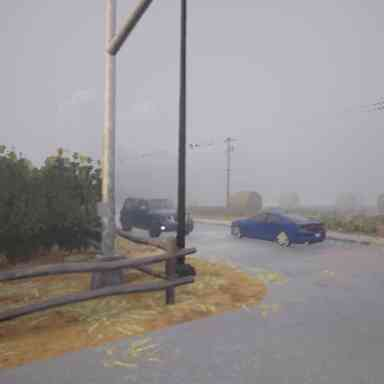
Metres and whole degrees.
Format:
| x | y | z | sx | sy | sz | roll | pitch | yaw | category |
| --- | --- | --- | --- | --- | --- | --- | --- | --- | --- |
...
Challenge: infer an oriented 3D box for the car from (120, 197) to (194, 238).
| x | y | z | sx | sy | sz | roll | pitch | yaw | category |
| --- | --- | --- | --- | --- | --- | --- | --- | --- | --- |
| -2.145 | 1.339 | 18.876 | 2.150 | 2.045 | 5.566 | 1 | -1 | -36 | car |

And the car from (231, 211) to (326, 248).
| x | y | z | sx | sy | sz | roll | pitch | yaw | category |
| --- | --- | --- | --- | --- | --- | --- | --- | --- | --- |
| 3.906 | 1.642 | 15.905 | 1.882 | 1.535 | 5.008 | 0 | 0 | -32 | car |
